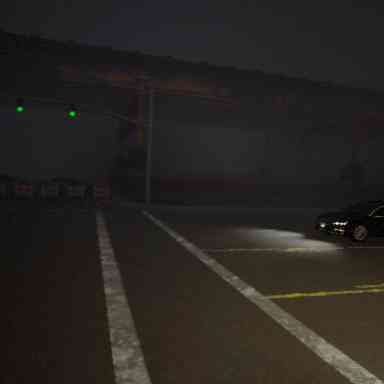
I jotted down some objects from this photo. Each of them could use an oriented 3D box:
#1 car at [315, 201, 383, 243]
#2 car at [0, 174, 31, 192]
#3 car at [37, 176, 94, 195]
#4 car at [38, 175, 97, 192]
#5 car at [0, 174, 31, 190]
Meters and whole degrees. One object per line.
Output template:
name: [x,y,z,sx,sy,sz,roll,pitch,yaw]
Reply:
car: [7.391,1.121,13.469,4.892,1.490,1.837,2,3,-16]
car: [-15.859,-0.696,27.043,2.038,1.542,4.974,5,4,38]
car: [-10.900,-0.581,29.239,4.974,1.542,2.038,3,3,13]
car: [-10.943,-0.741,29.242,4.536,1.218,1.853,3,3,13]
car: [-15.820,-0.854,27.076,1.853,1.218,4.536,5,4,38]
